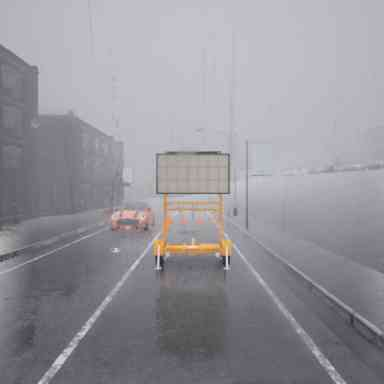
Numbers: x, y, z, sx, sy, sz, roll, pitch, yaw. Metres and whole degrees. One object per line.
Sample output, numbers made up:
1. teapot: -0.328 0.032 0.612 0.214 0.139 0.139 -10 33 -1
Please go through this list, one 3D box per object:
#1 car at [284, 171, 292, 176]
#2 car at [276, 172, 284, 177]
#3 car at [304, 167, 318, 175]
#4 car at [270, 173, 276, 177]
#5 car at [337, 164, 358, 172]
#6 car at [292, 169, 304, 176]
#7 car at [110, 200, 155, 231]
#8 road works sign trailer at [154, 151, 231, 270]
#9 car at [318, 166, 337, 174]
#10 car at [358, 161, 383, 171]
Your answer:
1. car: 22.079 -3.841 71.688 2.002 1.452 4.674 0 1 -3
2. car: 21.844 -3.978 77.229 2.231 1.521 4.892 0 1 -1
3. car: 22.902 -3.803 60.645 2.185 1.767 4.553 0 1 -5
4. car: 21.715 -4.057 82.747 2.231 1.521 4.892 0 1 -1
5. car: 24.226 -3.431 49.481 2.002 1.452 4.674 0 1 -7
6. car: 22.432 -3.779 66.151 2.097 1.535 5.008 0 1 -4
7. car: -3.506 1.344 20.313 2.097 1.767 4.553 0 0 0
8. road works sign trailer: 0.036 0.460 11.058 2.380 3.560 2.880 0 0 1
9. car: 23.523 -3.542 54.955 2.163 1.488 4.792 0 1 -6
10. car: 25.033 -3.369 44.120 2.231 1.521 4.892 0 1 -9
